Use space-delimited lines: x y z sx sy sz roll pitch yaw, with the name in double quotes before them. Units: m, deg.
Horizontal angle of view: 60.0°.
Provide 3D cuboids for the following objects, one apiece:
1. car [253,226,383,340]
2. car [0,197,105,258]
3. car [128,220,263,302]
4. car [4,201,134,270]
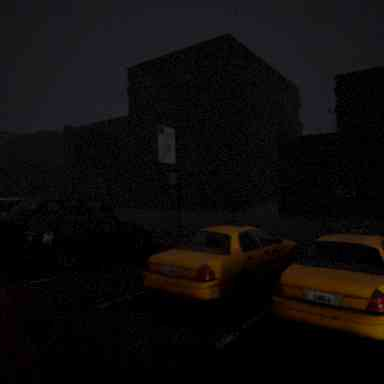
"car" 3.344 1.478 6.801 1.946 1.575 5.366 0 0 36
"car" -5.726 1.231 13.087 2.435 2.045 5.566 0 0 36
"car" 1.107 1.480 8.417 1.946 1.575 5.366 0 0 36
"car" -3.492 1.357 11.471 2.185 1.767 4.553 0 0 36
